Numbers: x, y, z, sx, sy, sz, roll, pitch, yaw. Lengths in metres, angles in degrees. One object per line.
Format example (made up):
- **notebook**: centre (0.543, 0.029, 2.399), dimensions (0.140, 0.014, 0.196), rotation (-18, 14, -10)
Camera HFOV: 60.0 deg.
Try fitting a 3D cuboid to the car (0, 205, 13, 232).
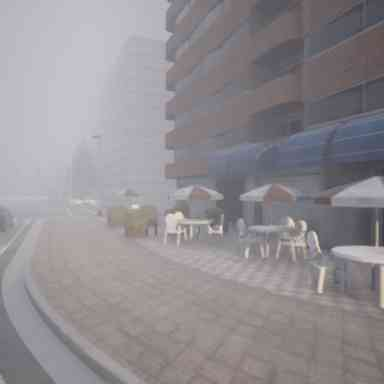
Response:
- **car**: centre (-12.152, 1.517, 20.212), dimensions (1.882, 1.535, 5.008), rotation (1, 0, -22)
